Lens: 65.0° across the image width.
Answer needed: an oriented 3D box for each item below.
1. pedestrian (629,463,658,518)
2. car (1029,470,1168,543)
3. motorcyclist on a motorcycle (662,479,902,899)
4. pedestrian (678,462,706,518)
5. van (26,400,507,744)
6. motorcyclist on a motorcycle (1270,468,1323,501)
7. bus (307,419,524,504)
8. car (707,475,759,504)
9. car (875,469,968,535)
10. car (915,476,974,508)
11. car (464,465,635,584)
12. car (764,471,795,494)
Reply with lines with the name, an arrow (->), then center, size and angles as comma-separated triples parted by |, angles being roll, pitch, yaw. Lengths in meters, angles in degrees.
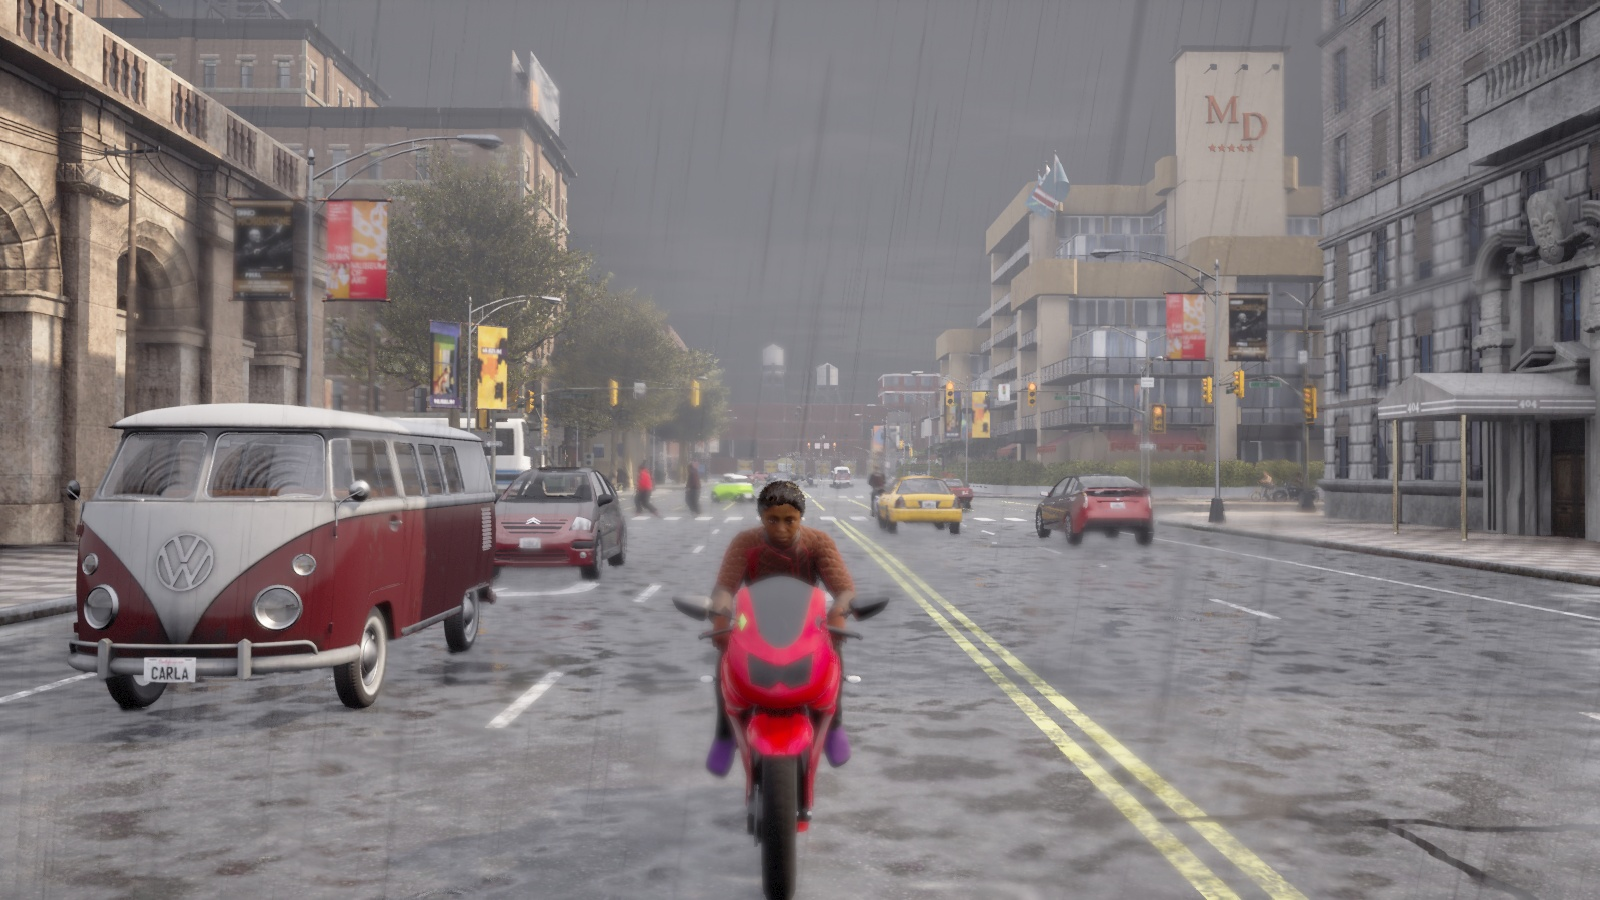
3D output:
pedestrian -> -5.209, 1.342, 41.782 | 0.899, 1.844, 0.634 | 0, -1, -1
car -> 6.674, 1.213, 28.579 | 2.007, 1.525, 4.514 | 0, -1, -1
motorcyclist on a motorcycle -> -0.070, 0.885, 5.210 | 0.797, 1.523, 2.044 | 0, -1, 0
pedestrian -> -3.603, 1.332, 42.011 | 0.899, 1.844, 0.634 | 0, -1, -1
van -> -3.607, 0.741, 9.502 | 1.775, 1.987, 4.442 | 0, -1, -1
motorcyclist on a motorcycle -> 24.891, 1.721, 62.998 | 2.350, 1.649, 0.766 | 0, -1, -1
bus -> -19.901, 0.618, 65.716 | 10.273, 4.253, 3.944 | 0, -2, -5
car -> -3.282, 1.915, 61.670 | 1.481, 1.376, 2.207 | 1, -1, -43
car -> 3.091, 1.292, 32.880 | 1.801, 1.575, 5.366 | 0, -1, -1
car -> 6.191, 1.798, 54.165 | 1.895, 1.301, 4.718 | 0, -1, -1
car -> -3.690, 1.049, 19.162 | 1.851, 1.617, 3.988 | 0, -1, -1
car -> -1.442, 2.247, 87.812 | 2.128, 1.511, 4.902 | 0, -1, -1
